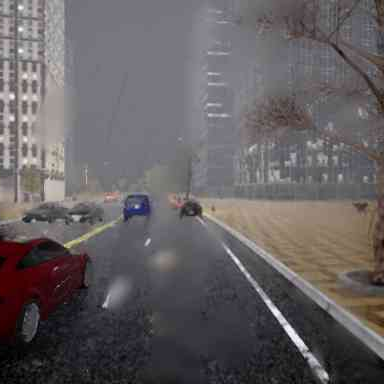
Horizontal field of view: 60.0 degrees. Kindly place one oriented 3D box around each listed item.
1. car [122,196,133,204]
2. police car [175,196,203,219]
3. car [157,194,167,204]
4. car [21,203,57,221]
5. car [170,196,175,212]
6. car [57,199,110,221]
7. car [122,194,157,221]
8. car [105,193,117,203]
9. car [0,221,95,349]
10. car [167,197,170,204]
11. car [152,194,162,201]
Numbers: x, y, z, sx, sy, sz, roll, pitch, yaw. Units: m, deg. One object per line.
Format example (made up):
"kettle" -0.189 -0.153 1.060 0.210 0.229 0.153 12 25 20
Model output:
"car" -12.238 1.492 63.443 1.994 1.385 4.181 0 0 -9
"police car" -0.196 1.383 28.650 1.930 1.638 5.238 0 0 -5
"car" -5.223 1.453 61.731 1.812 1.442 4.674 0 0 -10
"car" -10.800 1.523 24.973 2.033 1.411 5.357 0 0 -4
"car" -1.126 1.296 38.626 2.097 1.767 4.553 0 0 -6
"car" -7.447 1.465 23.397 2.128 1.511 4.902 0 0 -4
"car" -4.239 1.186 26.985 2.150 2.045 5.566 0 0 -4
"car" -15.886 1.150 65.474 2.150 2.045 5.566 0 0 -10
"car" -3.268 1.519 6.098 1.812 1.442 4.674 0 0 -1
"car" -1.820 1.289 44.681 2.097 1.767 4.553 0 0 -7
"car" -8.333 1.289 77.859 1.812 1.442 4.674 0 0 -12
